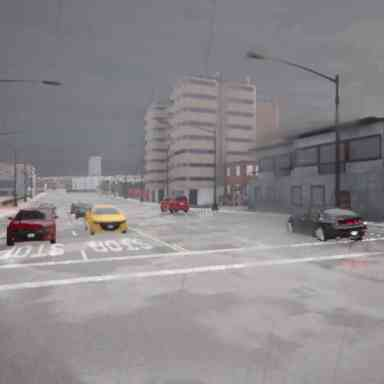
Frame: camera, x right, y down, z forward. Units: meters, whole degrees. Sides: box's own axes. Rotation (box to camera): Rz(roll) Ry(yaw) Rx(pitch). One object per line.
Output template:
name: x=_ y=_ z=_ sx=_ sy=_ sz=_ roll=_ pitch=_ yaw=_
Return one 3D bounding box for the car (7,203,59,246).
car: x=-7.426 y=1.507 z=15.717 sx=1.882 sy=1.535 sz=5.008 roll=0 pitch=0 yaw=-22

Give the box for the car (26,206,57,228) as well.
car: x=-10.947 y=1.746 z=24.372 sx=1.895 sy=1.301 sz=4.718 roll=0 pitch=-1 yaw=-22

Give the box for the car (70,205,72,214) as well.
car: x=-14.734 y=2.028 z=43.074 sx=2.033 sy=1.411 sz=5.357 roll=0 pitch=-1 yaw=-22

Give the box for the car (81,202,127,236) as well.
car: x=-5.055 y=1.515 z=19.169 sx=1.882 sy=1.535 sz=5.008 roll=0 pitch=0 yaw=-22

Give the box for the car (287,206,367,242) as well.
car: x=6.243 y=1.447 z=16.048 sx=1.837 sy=1.490 sz=4.892 roll=-6 pitch=1 yaw=-9

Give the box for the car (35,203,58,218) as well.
car: x=-15.674 y=1.927 z=36.036 sx=2.033 sy=1.411 sz=5.357 roll=0 pitch=-1 yaw=-22

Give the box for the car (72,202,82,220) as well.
car: x=-9.654 y=1.787 z=30.500 sx=1.994 sy=1.385 sz=4.181 roll=0 pitch=-1 yaw=-22

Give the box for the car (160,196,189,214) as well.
car: x=-2.158 y=1.532 z=40.221 sx=2.150 sy=2.045 sz=5.566 roll=0 pitch=-1 yaw=-22
